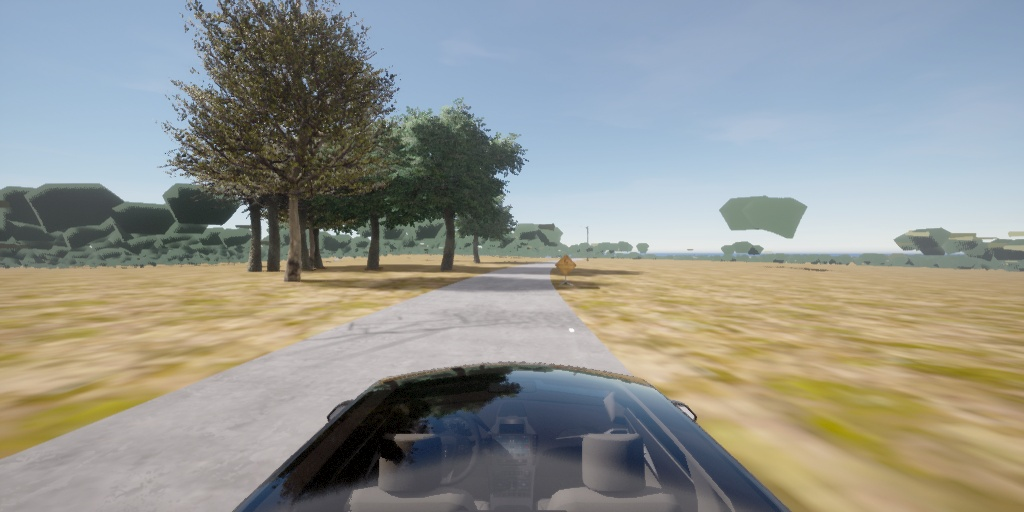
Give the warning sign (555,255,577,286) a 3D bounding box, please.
[{"bbox_3d":[3.274,0.842,21.898,1.300,1.860,1.060,0,0,4],"label":"warning sign"}]
